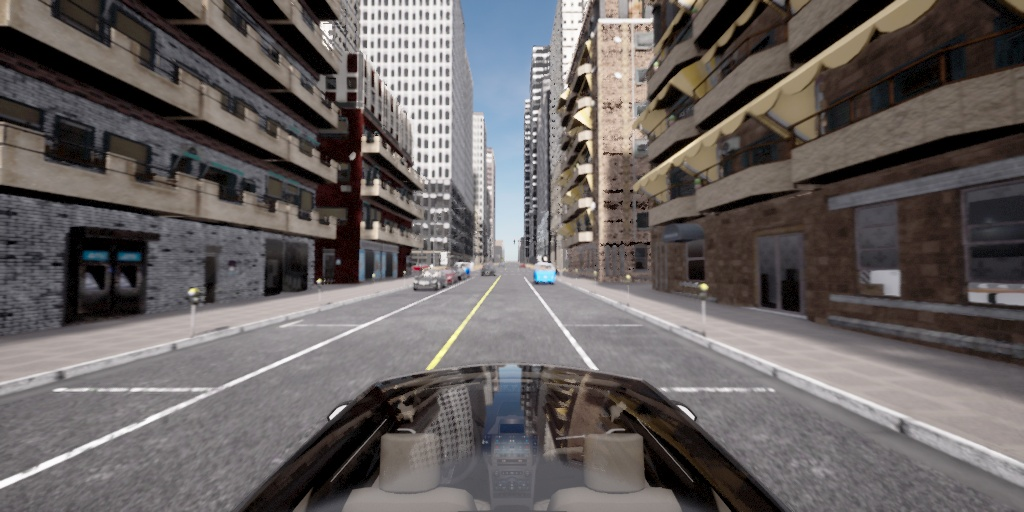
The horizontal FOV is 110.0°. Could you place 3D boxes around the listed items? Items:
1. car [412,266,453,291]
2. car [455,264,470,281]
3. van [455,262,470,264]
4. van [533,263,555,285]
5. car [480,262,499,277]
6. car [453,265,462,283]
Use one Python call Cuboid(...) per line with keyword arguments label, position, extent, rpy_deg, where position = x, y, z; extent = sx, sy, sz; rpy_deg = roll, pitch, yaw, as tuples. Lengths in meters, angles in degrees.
Cuboid(label="car", position=(-5.662, 1.621, 25.111), extent=(2.007, 1.370, 4.403), rpy_deg=(0, 0, 0))
Cuboid(label="car", position=(-5.665, 1.788, 36.191), extent=(1.948, 1.339, 4.313), rpy_deg=(0, 0, 0))
Cuboid(label="van", position=(-5.836, 1.639, 41.732), extent=(1.690, 1.789, 3.998), rpy_deg=(0, 0, 0))
Cuboid(label="van", position=(2.685, 1.489, 30.706), extent=(1.690, 1.789, 3.998), rpy_deg=(0, 0, 0))
Cuboid(label="car", position=(-3.024, 1.871, 46.516), extent=(1.837, 1.490, 4.892), rpy_deg=(0, -1, 0))
Cuboid(label="car", position=(-5.664, 1.729, 30.652), extent=(1.802, 1.307, 4.207), rpy_deg=(0, 0, 0))
